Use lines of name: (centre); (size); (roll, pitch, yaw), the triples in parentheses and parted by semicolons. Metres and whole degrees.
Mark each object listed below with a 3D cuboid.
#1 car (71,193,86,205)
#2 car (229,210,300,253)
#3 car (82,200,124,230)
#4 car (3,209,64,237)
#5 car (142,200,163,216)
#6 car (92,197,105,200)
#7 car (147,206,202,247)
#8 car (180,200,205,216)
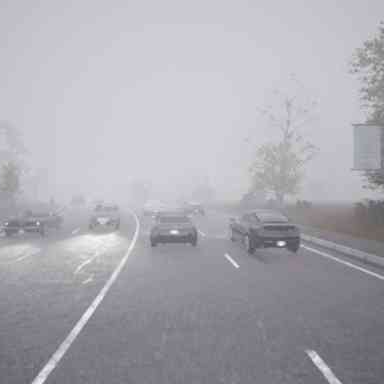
car: (-19.800, 1.198, 57.802); (2.150, 2.045, 5.566); (0, 0, -23)
car: (2.785, 1.490, 13.653); (1.837, 1.490, 4.892); (0, 0, -5)
car: (-5.419, 1.485, 21.253); (2.128, 1.511, 4.902); (0, 0, -9)
car: (-8.469, 1.601, 18.163); (1.895, 1.301, 4.718); (0, 0, -8)
car: (-3.803, 1.509, 32.461); (1.812, 1.442, 4.674); (0, 0, -13)
car: (-16.858, 1.522, 59.875); (2.033, 1.411, 5.357); (0, 0, -24)
car: (-0.900, 1.555, 15.164); (1.994, 1.385, 4.181); (0, 0, -6)
car: (-0.049, 1.505, 31.665); (1.812, 1.442, 4.674); (0, 0, -12)
